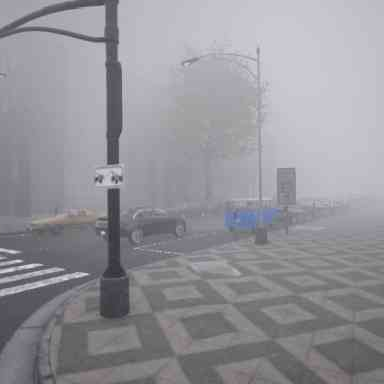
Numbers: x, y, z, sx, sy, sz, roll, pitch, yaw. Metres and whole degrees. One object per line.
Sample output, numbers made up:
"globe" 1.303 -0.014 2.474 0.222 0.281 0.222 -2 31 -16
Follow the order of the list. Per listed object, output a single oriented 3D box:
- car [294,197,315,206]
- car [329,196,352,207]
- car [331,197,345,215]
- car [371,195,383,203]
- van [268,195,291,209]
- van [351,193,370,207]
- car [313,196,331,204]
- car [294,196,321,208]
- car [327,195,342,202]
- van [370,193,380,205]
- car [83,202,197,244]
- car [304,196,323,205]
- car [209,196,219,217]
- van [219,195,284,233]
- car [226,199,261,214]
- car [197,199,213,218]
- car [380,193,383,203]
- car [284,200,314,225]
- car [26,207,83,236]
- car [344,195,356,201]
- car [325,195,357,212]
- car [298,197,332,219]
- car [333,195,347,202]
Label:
"car" 18.024 1.492 53.335 1.947 1.339 4.313 -1 0 36
"car" 21.789 1.375 48.705 2.033 1.411 5.357 -1 -1 36
"car" 12.866 1.408 31.574 1.802 1.307 4.206 -1 0 36
"car" 34.999 1.304 62.331 1.947 1.339 4.313 -1 -1 36
"van" 11.843 1.292 44.751 1.690 1.788 3.998 -1 0 36
"van" 22.348 1.127 44.756 1.690 1.788 3.998 -1 0 36
"car" 24.203 1.453 61.921 2.008 1.369 4.403 -1 -1 36
"car" 15.947 1.386 45.724 2.128 1.511 4.902 -1 -1 36
"car" 29.969 1.432 69.935 2.008 1.369 4.403 -1 -1 36
"van" 28.672 1.102 53.545 1.690 1.788 3.998 -1 -1 36
"car" -2.179 1.429 15.401 2.128 1.511 4.902 -1 -1 36
"car" 21.014 1.440 57.491 1.752 1.417 4.829 -1 0 36
"car" 2.575 1.307 31.872 2.192 1.841 5.009 -1 0 36
"van" 3.378 1.212 18.393 1.690 1.788 3.998 -1 0 36
"car" 5.668 1.529 36.163 2.008 1.369 4.403 -1 0 36
"car" -0.511 1.552 27.577 1.887 1.381 4.507 -1 0 36
"car" 31.936 1.274 58.075 1.752 1.417 4.829 -1 -1 36
"car" 6.542 1.422 22.785 1.947 1.339 4.313 -1 0 36
"car" -6.795 1.564 18.855 1.752 1.417 4.829 -1 0 36
"car" 39.509 1.400 83.192 2.008 1.369 4.403 -1 -1 36
"car" 16.028 1.363 35.967 2.008 1.369 4.403 -1 0 36
"car" 9.704 1.385 27.179 1.887 1.381 4.507 -1 0 36
"car" 33.149 1.415 74.353 1.887 1.381 4.507 -1 -1 36
